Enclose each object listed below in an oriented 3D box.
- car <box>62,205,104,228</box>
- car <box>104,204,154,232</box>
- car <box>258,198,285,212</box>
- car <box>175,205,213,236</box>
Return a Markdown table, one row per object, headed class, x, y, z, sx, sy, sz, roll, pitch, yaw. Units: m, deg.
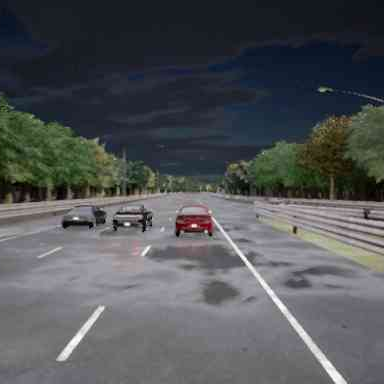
| class | x | y | z | sx | sy | sz | roll | pitch | yaw |
| --- | --- | --- | --- | --- | --- | --- | --- | --- | --- |
| car | -6.900 | 1.542 | 21.793 | 1.994 | 1.385 | 4.181 | 0 | 0 | 0 |
| car | -3.399 | 1.471 | 19.873 | 2.128 | 1.511 | 4.902 | 0 | 0 | 0 |
| car | 9.444 | 1.500 | 40.202 | 1.882 | 1.535 | 5.008 | 0 | 0 | -11 |
| car | 0.100 | 1.458 | 18.390 | 1.882 | 1.535 | 5.008 | 0 | 0 | 0 |
